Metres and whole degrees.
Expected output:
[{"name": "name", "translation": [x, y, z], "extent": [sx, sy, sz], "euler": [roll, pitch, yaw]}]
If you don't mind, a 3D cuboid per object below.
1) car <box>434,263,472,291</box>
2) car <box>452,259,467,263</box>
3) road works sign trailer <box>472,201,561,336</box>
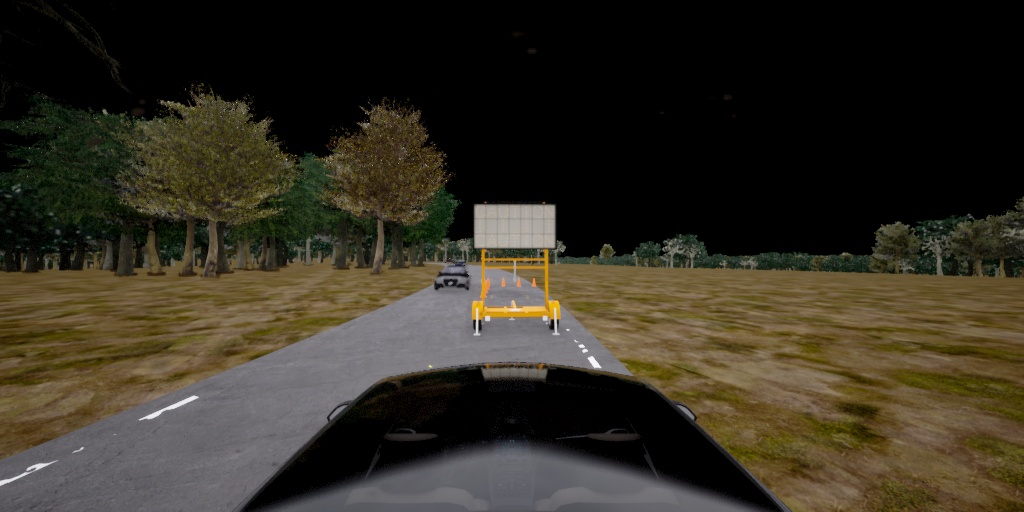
[{"name": "car", "translation": [-3.477, 1.311, 21.703], "extent": [1.994, 1.385, 4.181], "euler": [0, 0, -3]}, {"name": "car", "translation": [-9.078, 1.318, 63.813], "extent": [2.033, 1.411, 5.357], "euler": [0, 0, -12]}, {"name": "road works sign trailer", "translation": [0.079, 0.214, 10.447], "extent": [2.380, 3.560, 2.880], "euler": [0, 0, -2]}]
